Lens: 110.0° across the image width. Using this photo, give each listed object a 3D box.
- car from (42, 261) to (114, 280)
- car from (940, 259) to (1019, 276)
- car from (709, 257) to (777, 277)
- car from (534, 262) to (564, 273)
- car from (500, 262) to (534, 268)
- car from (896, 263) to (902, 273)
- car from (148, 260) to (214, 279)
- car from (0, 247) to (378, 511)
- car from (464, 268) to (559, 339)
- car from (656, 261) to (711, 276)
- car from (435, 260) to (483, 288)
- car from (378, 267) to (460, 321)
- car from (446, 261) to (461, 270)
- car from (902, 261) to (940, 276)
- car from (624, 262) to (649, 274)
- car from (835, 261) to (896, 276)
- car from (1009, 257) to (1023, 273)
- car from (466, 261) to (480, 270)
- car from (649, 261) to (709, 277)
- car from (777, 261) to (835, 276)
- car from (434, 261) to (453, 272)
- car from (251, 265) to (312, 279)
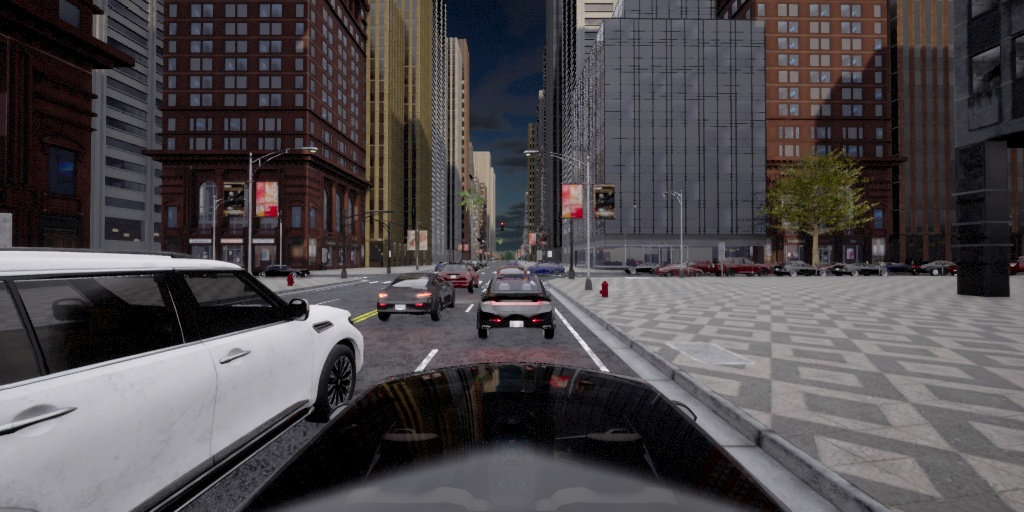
[{"bbox_3d":[-42.279,1.370,35.020,4.553,1.767,2.097,0,-1,1],"label":"car"},{"bbox_3d":[43.497,1.214,33.417,4.507,1.381,1.888,0,0,-1],"label":"car"},{"bbox_3d":[20.947,1.041,33.061,5.009,1.841,2.192,0,0,-1],"label":"car"},{"bbox_3d":[3.273,1.382,38.543,4.674,1.442,1.812,0,-1,-1],"label":"car"},{"bbox_3d":[-0.005,1.260,19.613,1.882,1.535,5.008,0,0,0],"label":"car"},{"bbox_3d":[40.878,1.343,39.111,4.718,1.301,1.895,0,-1,0],"label":"car"},{"bbox_3d":[-32.225,1.323,35.001,4.553,1.767,2.097,0,-1,0],"label":"car"},{"bbox_3d":[-3.155,0.972,2.645,2.150,2.045,5.566,0,0,0],"label":"car"},{"bbox_3d":[0.097,1.248,10.112,2.128,1.511,4.902,0,0,0],"label":"car"},{"bbox_3d":[18.477,1.281,38.799,5.008,1.535,1.882,0,-1,-1],"label":"car"},{"bbox_3d":[-3.153,1.142,21.404,2.097,1.767,4.553,0,0,0],"label":"car"},{"bbox_3d":[-3.152,1.288,12.423,1.812,1.442,4.674,0,0,0],"label":"car"},{"bbox_3d":[-9.841,1.558,60.884,1.812,1.442,4.674,0,0,0],"label":"car"},{"bbox_3d":[42.846,1.206,36.033,4.892,1.490,1.837,0,-1,-1],"label":"car"},{"bbox_3d":[15.176,1.413,41.496,4.313,1.339,1.948,0,0,-1],"label":"car"},{"bbox_3d":[32.221,1.260,33.239,4.313,1.339,1.948,0,0,-1],"label":"car"},{"bbox_3d":[49.136,0.973,33.506,5.009,1.841,2.192,0,0,-1],"label":"car"},{"bbox_3d":[-6.591,1.561,61.337,1.812,1.442,4.674,0,0,0],"label":"car"},{"bbox_3d":[15.309,1.327,32.972,4.207,1.307,1.802,0,0,-1],"label":"car"},{"bbox_3d":[26.584,1.276,33.150,4.313,1.339,1.948,0,0,-1],"label":"car"},{"bbox_3d":[-9.850,1.496,51.961,1.812,1.442,4.674,0,0,0],"label":"car"},{"bbox_3d":[-22.407,1.527,34.992,4.718,1.301,1.895,0,-1,-3],"label":"car"}]
